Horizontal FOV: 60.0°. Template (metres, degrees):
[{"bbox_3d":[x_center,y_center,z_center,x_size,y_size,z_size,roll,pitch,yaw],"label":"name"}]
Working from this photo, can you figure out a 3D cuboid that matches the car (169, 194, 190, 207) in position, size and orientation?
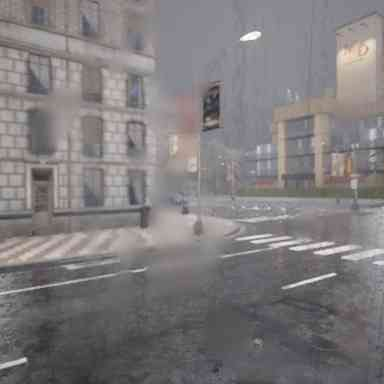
[{"bbox_3d":[-2.209,1.002,44.275,2.097,1.767,4.553,-1,1,-35],"label":"car"}]

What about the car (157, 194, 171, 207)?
[{"bbox_3d":[-4.908,1.268,42.038,1.994,1.385,4.181,-1,0,-35],"label":"car"}]
